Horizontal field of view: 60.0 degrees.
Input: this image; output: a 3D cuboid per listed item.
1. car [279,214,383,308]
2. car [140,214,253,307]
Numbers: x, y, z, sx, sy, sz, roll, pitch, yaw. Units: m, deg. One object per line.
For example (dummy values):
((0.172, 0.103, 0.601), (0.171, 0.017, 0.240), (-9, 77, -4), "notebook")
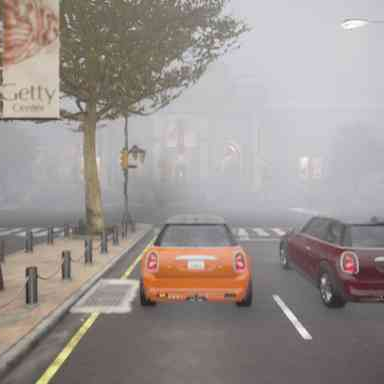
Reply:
((3.585, 1.299, 7.930), (2.097, 1.767, 4.553), (0, 0, 0), "car")
((0.086, 1.298, 8.027), (2.097, 1.767, 4.553), (0, 0, 0), "car")
